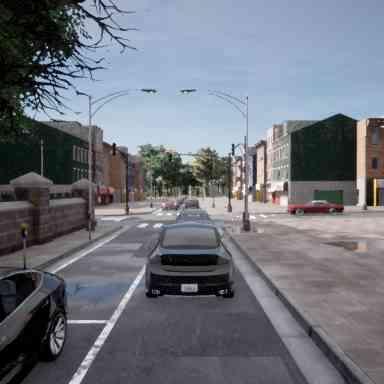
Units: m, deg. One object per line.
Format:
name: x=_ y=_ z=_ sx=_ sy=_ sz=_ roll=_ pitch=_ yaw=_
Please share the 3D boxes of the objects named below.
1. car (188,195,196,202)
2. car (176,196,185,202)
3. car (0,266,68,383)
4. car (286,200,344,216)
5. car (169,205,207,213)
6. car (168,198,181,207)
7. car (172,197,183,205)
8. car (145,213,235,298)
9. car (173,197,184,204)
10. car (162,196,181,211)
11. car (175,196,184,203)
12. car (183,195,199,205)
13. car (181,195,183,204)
car: x=-0.103 y=1.612 z=82.093 sx=1.882 sy=1.535 sz=5.008 roll=0 pitch=0 yaw=0
car: x=-2.746 y=1.693 z=79.558 sx=1.947 sy=1.339 sz=4.313 roll=-1 pitch=0 yaw=0
car: x=-2.648 y=1.565 z=3.195 sx=1.947 sy=1.339 sz=4.313 roll=-1 pitch=0 yaw=0
car: x=10.920 y=1.429 z=29.802 sx=4.718 sy=1.301 sz=1.895 roll=-1 pitch=1 yaw=0
car: x=0.079 y=1.553 z=15.936 sx=2.033 sy=1.411 sz=5.357 roll=0 pitch=0 yaw=0
car: x=-2.712 y=1.626 z=52.384 sx=1.947 sy=1.339 sz=4.313 roll=-1 pitch=0 yaw=0
car: x=-2.726 y=1.630 z=63.253 sx=1.887 sy=1.381 sz=4.507 roll=-1 pitch=0 yaw=0
car: x=-0.033 y=1.505 z=8.491 sx=1.837 sy=1.490 sz=4.892 roll=0 pitch=0 yaw=0
car: x=-2.733 y=1.650 z=68.688 sx=2.008 sy=1.369 sz=4.403 roll=-1 pitch=0 yaw=0
car: x=-2.699 y=1.479 z=41.515 sx=1.967 sy=1.590 sz=4.097 roll=-1 pitch=0 yaw=0
car: x=-2.739 y=1.658 z=74.123 sx=1.887 sy=1.381 sz=4.507 roll=-1 pitch=0 yaw=0
car: x=0.039 y=1.544 z=48.689 sx=2.128 sy=1.511 sz=4.902 roll=0 pitch=0 yaw=0
car: x=-2.706 y=1.489 z=46.949 sx=1.967 sy=1.590 sz=4.097 roll=-1 pitch=0 yaw=0
